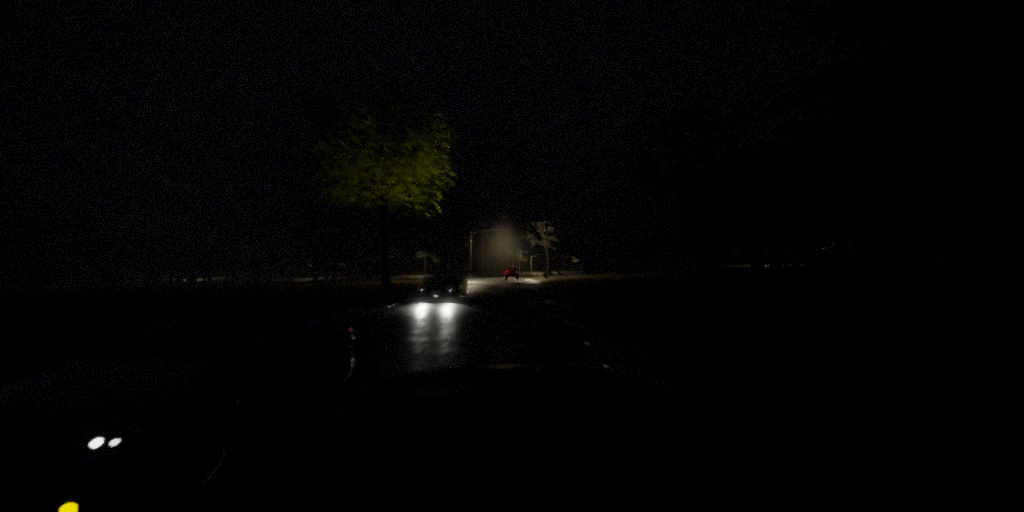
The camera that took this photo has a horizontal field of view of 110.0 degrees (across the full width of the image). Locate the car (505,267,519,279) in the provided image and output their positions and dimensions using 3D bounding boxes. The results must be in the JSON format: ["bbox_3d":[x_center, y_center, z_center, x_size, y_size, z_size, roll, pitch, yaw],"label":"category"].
[{"bbox_3d":[-0.026,2.799,59.904,2.150,2.045,5.566,0,-3,0],"label":"car"}]

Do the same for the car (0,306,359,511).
[{"bbox_3d":[-3.549,1.334,4.286,1.994,1.385,4.181,0,-1,0],"label":"car"}]

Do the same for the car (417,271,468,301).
[{"bbox_3d":[-3.528,1.542,19.359,2.033,1.411,5.357,0,-1,1],"label":"car"}]
